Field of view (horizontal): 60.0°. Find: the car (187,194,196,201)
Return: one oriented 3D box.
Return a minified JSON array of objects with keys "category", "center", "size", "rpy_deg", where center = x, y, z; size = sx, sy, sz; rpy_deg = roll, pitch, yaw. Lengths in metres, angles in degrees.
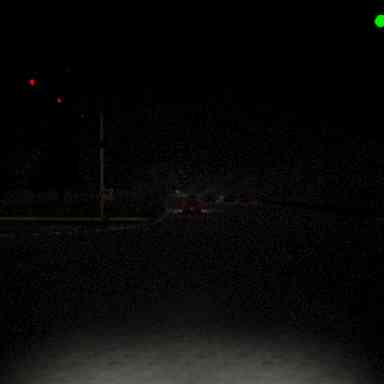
[{"category":"car","center":[-0.065,1.237,74.504],"size":[1.837,1.490,4.892],"rpy_deg":[0,0,0]}]

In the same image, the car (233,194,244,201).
[{"category":"car","center":[10.435,1.261,74.513],"size":[1.812,1.442,4.674],"rpy_deg":[0,0,0]}]

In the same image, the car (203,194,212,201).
[{"category":"car","center":[3.435,1.237,74.507],"size":[1.837,1.490,4.892],"rpy_deg":[0,0,0]}]

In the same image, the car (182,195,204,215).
[{"category":"car","center":[-0.029,1.400,33.476],"size":[1.882,1.535,5.008],"rpy_deg":[0,0,0]}]

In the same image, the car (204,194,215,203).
[{"category":"car","center":[3.444,1.356,64.088],"size":[1.837,1.490,4.892],"rpy_deg":[0,0,0]}]

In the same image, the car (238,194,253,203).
[{"category":"car","center":[10.444,1.330,64.094],"size":[1.882,1.535,5.008],"rpy_deg":[0,0,0]}]

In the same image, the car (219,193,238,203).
[{"category":"car","center":[6.944,1.344,64.091],"size":[2.128,1.511,4.902],"rpy_deg":[0,0,0]}]
